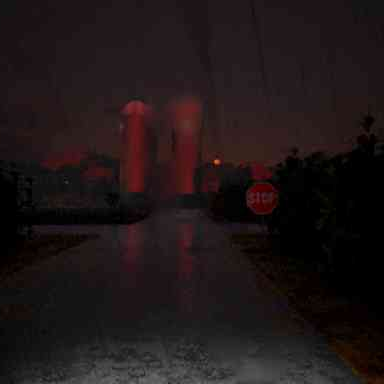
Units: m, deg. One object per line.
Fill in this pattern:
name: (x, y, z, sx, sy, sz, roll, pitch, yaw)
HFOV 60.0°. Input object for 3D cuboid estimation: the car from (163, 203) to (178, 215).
car: (-3.107, 2.438, 48.865, 2.097, 1.767, 4.553, 0, -2, 0)
